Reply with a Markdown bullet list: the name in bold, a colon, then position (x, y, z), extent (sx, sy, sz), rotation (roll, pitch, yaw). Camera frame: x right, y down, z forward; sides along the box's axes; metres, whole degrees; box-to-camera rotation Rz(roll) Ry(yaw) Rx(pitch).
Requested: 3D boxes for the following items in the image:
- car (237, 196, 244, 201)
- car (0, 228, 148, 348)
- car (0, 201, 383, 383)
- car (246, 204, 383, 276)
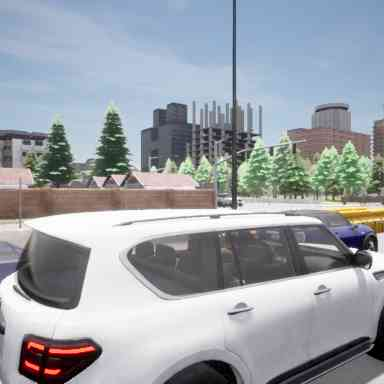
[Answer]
- **car**: position (5.677, 1.221, 51.810), extent (2.150, 2.045, 5.566), rotation (0, 0, -33)
- **car**: position (-3.591, 1.547, 5.486), extent (5.357, 1.411, 2.033), rotation (0, 0, -36)
- **car**: position (0.649, 1.221, 4.205), extent (5.566, 2.045, 2.150), rotation (0, 0, -36)
- **car**: position (4.189, 1.352, 11.023), extent (4.553, 1.767, 2.097), rotation (0, 0, -35)
